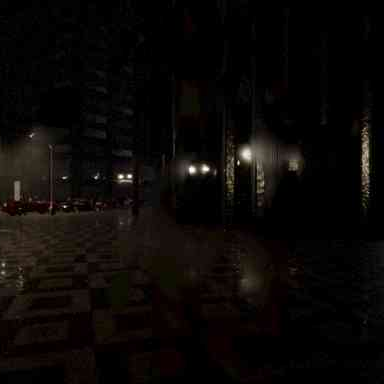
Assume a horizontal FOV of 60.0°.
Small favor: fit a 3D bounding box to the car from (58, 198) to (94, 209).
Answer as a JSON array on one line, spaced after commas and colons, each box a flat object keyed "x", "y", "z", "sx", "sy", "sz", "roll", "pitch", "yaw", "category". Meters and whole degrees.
[{"x": -15.967, "y": 1.540, "z": 46.101, "sx": 1.887, "sy": 1.381, "sz": 4.507, "roll": 0, "pitch": 0, "yaw": 35, "category": "car"}]

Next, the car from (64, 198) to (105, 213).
[{"x": -12.186, "y": 1.571, "z": 36.589, "sx": 1.947, "sy": 1.339, "sz": 4.313, "roll": 0, "pitch": 0, "yaw": 35, "category": "car"}]

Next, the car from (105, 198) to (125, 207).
[{"x": -12.754, "y": 1.574, "z": 50.736, "sx": 1.802, "sy": 1.307, "sz": 4.206, "roll": 0, "pitch": 0, "yaw": 35, "category": "car"}]

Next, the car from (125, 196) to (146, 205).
[{"x": -9.542, "y": 1.429, "z": 55.371, "sx": 1.967, "sy": 1.590, "sz": 4.097, "roll": 0, "pitch": 0, "yaw": 35, "category": "car"}]

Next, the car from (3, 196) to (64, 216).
[{"x": -15.399, "y": 1.323, "z": 31.953, "sx": 2.192, "sy": 1.841, "sz": 5.009, "roll": 0, "pitch": 0, "yaw": 35, "category": "car"}]
